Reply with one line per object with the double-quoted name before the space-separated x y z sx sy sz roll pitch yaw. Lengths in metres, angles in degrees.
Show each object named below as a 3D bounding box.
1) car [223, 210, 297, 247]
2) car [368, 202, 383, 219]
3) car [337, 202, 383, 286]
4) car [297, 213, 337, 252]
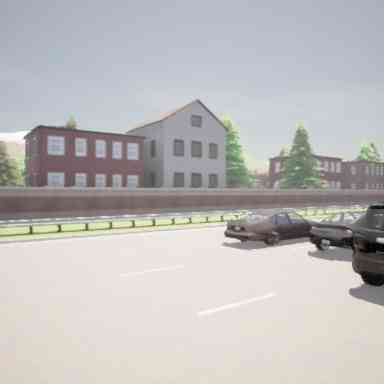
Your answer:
"car" 3.921 1.553 15.149 5.357 1.411 2.033 0 0 -36
"car" 17.495 1.580 29.132 4.181 1.385 1.994 0 0 -36
"car" 6.181 1.227 8.160 5.566 2.045 2.150 0 0 -36
"car" 6.534 1.498 12.713 4.902 1.511 2.128 0 0 -36
